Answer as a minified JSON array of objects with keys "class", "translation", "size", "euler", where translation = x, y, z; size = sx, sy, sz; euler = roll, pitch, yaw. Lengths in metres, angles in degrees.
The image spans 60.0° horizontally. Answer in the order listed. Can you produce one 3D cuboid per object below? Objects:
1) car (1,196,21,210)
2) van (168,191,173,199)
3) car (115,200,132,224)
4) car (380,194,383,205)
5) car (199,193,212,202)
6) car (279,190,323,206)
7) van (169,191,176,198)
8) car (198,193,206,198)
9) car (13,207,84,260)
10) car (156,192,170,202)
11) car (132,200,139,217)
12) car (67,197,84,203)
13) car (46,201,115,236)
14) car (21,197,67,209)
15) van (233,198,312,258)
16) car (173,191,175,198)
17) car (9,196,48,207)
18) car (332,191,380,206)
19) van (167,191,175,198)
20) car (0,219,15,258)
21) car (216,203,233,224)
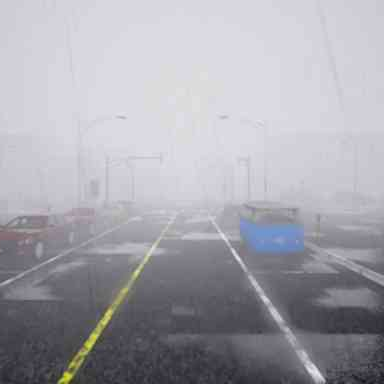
[{"class":"car","translation":[-23.706,1.336,40.562],"size":[5.009,1.841,2.192],"euler":[-1,2,-1]},{"class":"van","translation":[-5.647,0.836,72.293],"size":[1.690,1.788,3.998],"euler":[0,0,0]},{"class":"car","translation":[-5.679,1.365,22.970],"size":[1.752,1.417,4.829],"euler":[0,0,0]},{"class":"car","translation":[25.507,0.863,41.377],"size":[4.097,1.590,1.967],"euler":[-1,2,-1]},{"class":"car","translation":[2.727,1.096,61.366],"size":[1.752,1.417,4.829],"euler":[-1,0,0]},{"class":"car","translation":[14.262,0.739,43.881],"size":[5.566,2.045,2.150],"euler":[-1,1,-1]},{"class":"van","translation":[-5.633,0.680,94.477],"size":[1.690,1.788,3.998],"euler":[0,0,0]},{"class":"car","translation":[2.746,0.928,88.927],"size":[2.008,1.369,4.403],"euler":[-1,0,0]},{"class":"car","translation":[-5.686,1.461,12.052],"size":[1.887,1.381,4.507],"euler":[0,0,0]},{"class":"car","translation":[-5.652,1.155,61.202],"size":[1.802,1.307,4.206],"euler":[0,0,0]},{"class":"car","translation":[-5.674,1.345,28.684],"size":[1.887,1.381,4.507],"euler":[0,0,0]},{"class":"car","translation":[-18.164,1.387,49.011],"size":[4.313,1.339,1.947],"euler":[-1,2,-1]},{"class":"car","translation":[-5.682,1.422,17.596],"size":[1.887,1.381,4.507],"euler":[0,0,0]},{"class":"car","translation":[-18.052,1.393,40.662],"size":[4.097,1.590,1.967],"euler":[-1,2,-1]},{"class":"van","translation":[2.694,1.257,12.045],"size":[1.690,1.788,3.998],"euler":[-1,0,0]},{"class":"car","translation":[-5.642,1.001,77.841],"size":[1.887,1.381,4.507],"euler":[0,0,0]},{"class":"car","translation":[-23.988,1.417,48.910],"size":[4.829,1.417,1.752],"euler":[-1,2,-1]},{"class":"car","translation":[19.964,0.806,41.278],"size":[5.009,1.841,2.192],"euler":[-1,2,-1]},{"class":"van","translation":[-5.637,0.719,88.931],"size":[1.690,1.788,3.998],"euler":[0,0,0]},{"class":"car","translation":[-5.688,1.499,6.508],"size":[1.887,1.381,4.507],"euler":[0,0,0]},{"class":"car","translation":[2.703,1.404,23.135],"size":[1.947,1.339,4.313],"euler":[-1,0,0]}]
